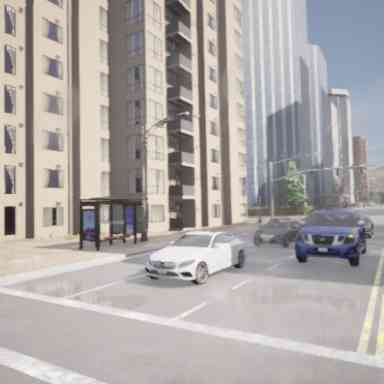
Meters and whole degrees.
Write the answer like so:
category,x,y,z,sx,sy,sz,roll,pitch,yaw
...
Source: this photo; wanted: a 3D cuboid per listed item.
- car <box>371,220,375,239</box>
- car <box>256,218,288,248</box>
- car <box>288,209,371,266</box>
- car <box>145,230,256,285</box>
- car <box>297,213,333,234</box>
category,x,y,z,sx,sy,sz,roll,pitch,yaw
car,11.599,2.357,23.146,2.033,1.411,5.357,-3,-3,32
car,5.120,2.280,19.274,2.128,1.511,4.902,-3,-3,31
car,6.019,1.751,14.072,2.150,2.045,5.566,-3,-3,31
car,0.381,2.074,11.523,1.812,1.442,4.674,-3,-3,32
car,10.458,2.562,27.948,1.837,1.490,4.892,-3,-3,32
